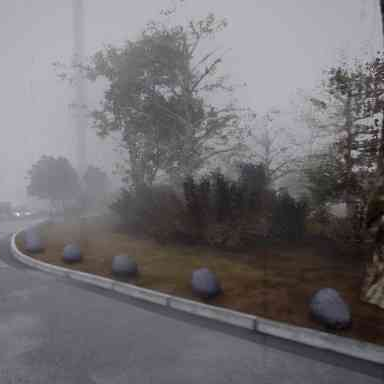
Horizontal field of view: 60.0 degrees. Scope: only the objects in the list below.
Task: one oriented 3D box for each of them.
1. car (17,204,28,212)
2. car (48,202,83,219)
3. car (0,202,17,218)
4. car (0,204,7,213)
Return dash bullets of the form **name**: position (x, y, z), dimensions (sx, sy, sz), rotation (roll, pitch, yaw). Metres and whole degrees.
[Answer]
- **car**: position (-30.624, 2.876, 59.673), dimensions (1.837, 1.490, 4.892), rotation (0, -1, -30)
- **car**: position (-15.851, 2.276, 41.830), dimensions (2.150, 2.045, 5.566), rotation (-1, 0, 7)
- **car**: position (-24.627, 2.248, 41.975), dimensions (2.150, 2.045, 5.566), rotation (0, -1, -8)
- **car**: position (-33.529, 2.869, 58.204), dimensions (1.837, 1.490, 4.892), rotation (0, -1, -30)
